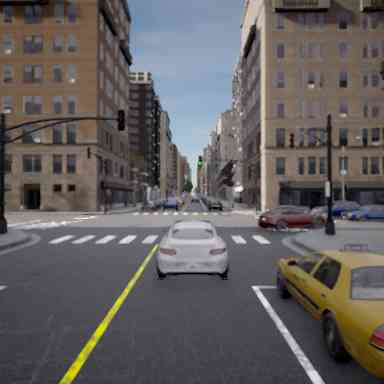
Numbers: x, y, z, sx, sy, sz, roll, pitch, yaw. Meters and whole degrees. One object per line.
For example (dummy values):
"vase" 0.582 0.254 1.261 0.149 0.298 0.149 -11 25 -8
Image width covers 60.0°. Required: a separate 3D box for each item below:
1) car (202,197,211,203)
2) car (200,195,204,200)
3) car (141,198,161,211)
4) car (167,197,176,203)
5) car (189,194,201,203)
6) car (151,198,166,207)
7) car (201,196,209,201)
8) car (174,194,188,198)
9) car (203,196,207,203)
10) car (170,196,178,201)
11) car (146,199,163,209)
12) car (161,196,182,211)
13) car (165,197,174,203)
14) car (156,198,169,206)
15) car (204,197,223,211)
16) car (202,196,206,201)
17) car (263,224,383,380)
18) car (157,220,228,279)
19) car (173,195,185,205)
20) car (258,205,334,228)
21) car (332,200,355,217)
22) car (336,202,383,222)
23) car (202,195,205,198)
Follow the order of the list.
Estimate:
"car" 3.490 1.832 81.912 2.008 1.369 4.403 1 0 1
"car" 3.348 1.811 70.852 1.947 1.339 4.313 1 0 1
"car" -5.532 1.737 43.306 1.802 1.307 4.206 1 0 1
"car" -5.035 1.848 82.008 1.947 1.339 4.313 1 0 1
"car" 0.717 1.782 74.292 1.812 1.442 4.674 0 0 1
"car" -5.390 1.743 54.363 2.008 1.369 4.403 1 0 1
"car" 3.632 1.881 92.973 1.947 1.339 4.313 1 0 1
"car" -2.410 1.578 64.424 2.097 1.767 4.553 0 0 1
"car" 3.064 1.717 48.731 1.887 1.381 4.507 1 0 1
"car" -4.892 1.883 93.065 1.947 1.339 4.313 1 0 1
"car" -5.461 1.740 48.835 1.947 1.339 4.313 1 0 1
"car" -2.755 1.637 44.636 1.882 1.535 5.008 0 0 0
"car" -5.107 1.790 76.309 1.752 1.417 4.829 1 0 1
"car" -5.318 1.756 59.892 1.887 1.381 4.507 1 0 1
"car" 2.993 1.719 43.200 1.947 1.339 4.313 1 0 1
"car" 3.135 1.741 54.261 2.008 1.369 4.403 1 0 1
"car" 2.676 1.546 5.707 1.752 1.417 4.829 1 0 0
"car" 0.014 1.562 10.006 1.812 1.442 4.674 0 0 0
"car" -2.605 1.669 54.296 1.882 1.535 5.008 0 0 1
"car" 6.299 1.640 20.859 4.181 1.385 1.994 0 -1 -18
"car" 13.558 1.613 31.235 4.553 1.767 2.097 0 -1 0
"car" 15.435 1.777 27.970 5.357 1.411 2.033 0 -1 0
"car" 3.206 1.754 59.791 1.887 1.381 4.507 1 0 1
